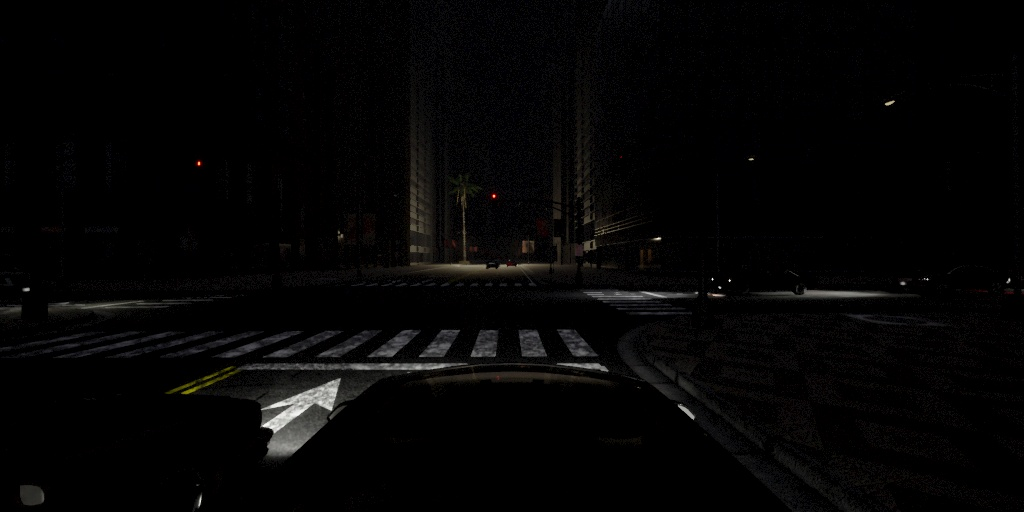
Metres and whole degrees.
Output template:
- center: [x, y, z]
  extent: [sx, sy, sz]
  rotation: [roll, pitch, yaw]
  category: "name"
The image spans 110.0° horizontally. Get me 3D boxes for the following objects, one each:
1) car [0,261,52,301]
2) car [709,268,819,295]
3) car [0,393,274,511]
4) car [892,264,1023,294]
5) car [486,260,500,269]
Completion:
- center: [-22.977, 1.057, 14.933]
  extent: [5.566, 2.045, 2.150]
  rotation: [0, 0, 0]
  category: "car"
- center: [12.994, 1.315, 18.719]
  extent: [4.718, 1.301, 1.895]
  rotation: [0, 0, -2]
  category: "car"
- center: [-3.175, 1.297, 0.693]
  extent: [2.033, 1.411, 5.357]
  rotation: [0, 0, 4]
  category: "car"
- center: [23.000, 1.173, 18.887]
  extent: [4.902, 1.511, 2.128]
  rotation: [0, 0, -1]
  category: "car"
- center: [-3.276, 1.409, 60.682]
  extent: [2.128, 1.511, 4.902]
  rotation: [0, 0, 0]
  category: "car"
